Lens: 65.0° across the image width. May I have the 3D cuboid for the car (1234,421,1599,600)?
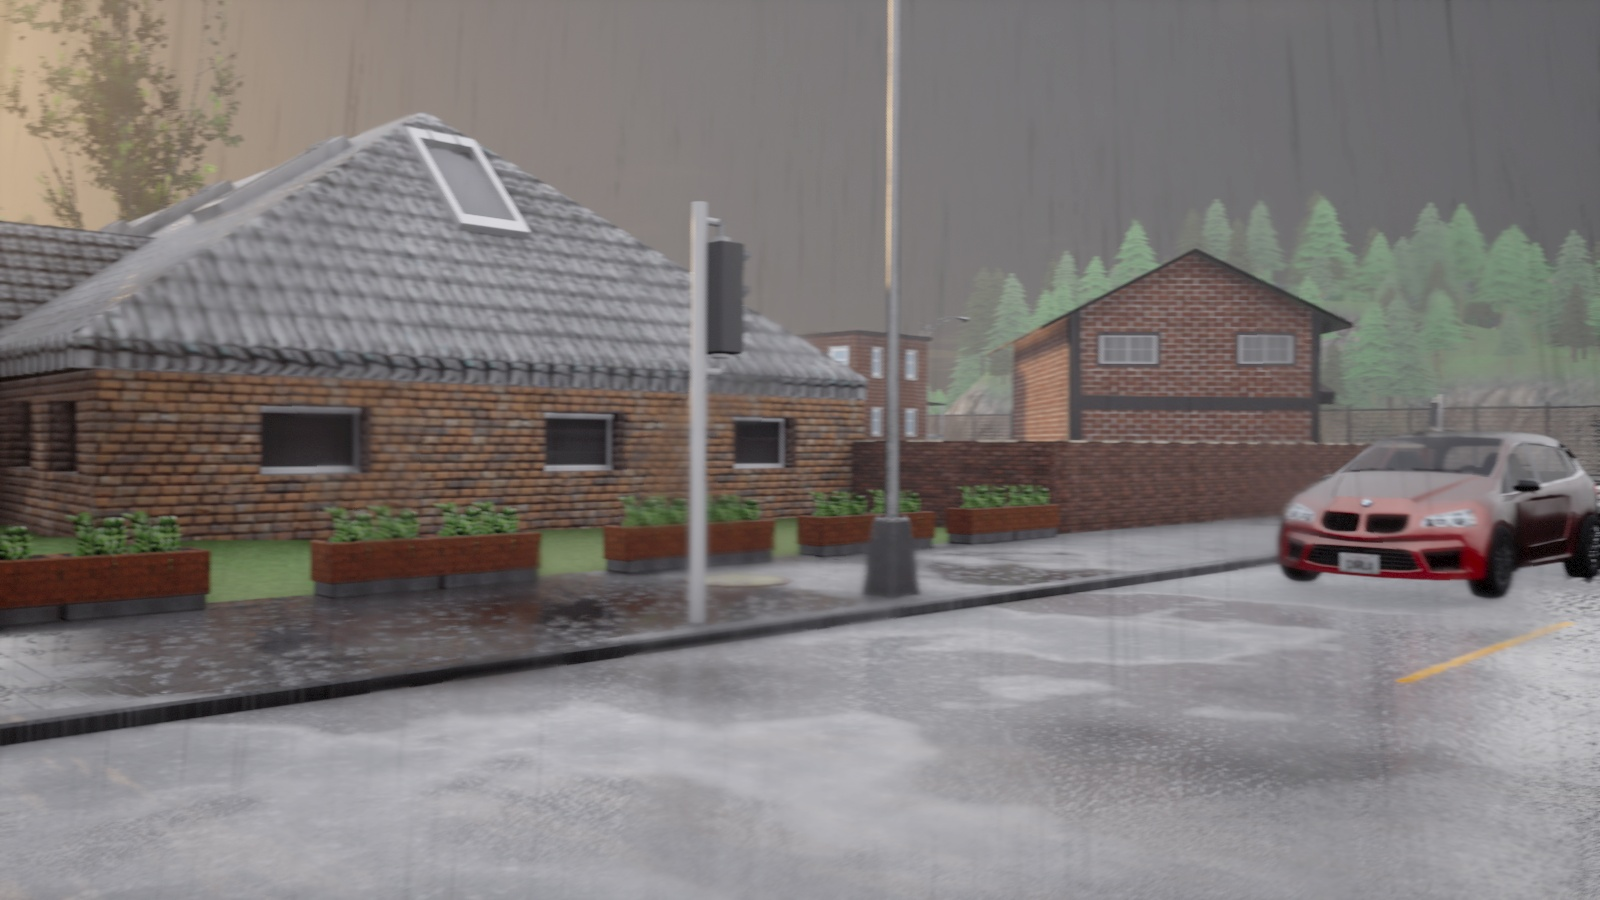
[{"bbox_3d":[7.043,0.554,14.061,4.611,1.667,2.242,0,1,-44],"label":"car"}]
